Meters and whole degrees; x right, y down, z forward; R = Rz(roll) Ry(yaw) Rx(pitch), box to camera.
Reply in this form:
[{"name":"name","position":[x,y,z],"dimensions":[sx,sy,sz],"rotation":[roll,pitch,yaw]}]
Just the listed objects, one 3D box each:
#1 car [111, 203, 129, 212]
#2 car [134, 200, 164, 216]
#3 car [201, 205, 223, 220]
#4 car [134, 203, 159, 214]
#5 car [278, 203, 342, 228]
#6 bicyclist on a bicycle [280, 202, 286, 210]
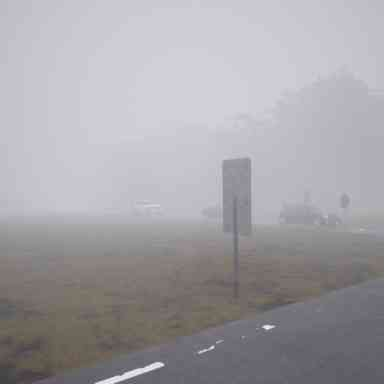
[{"name":"car","position":[-13.291,2.788,60.845],"dimensions":[2.128,1.511,4.902],"rotation":[-1,-1,-35]},{"name":"car","position":[-6.028,2.134,45.668],"dimensions":[2.150,2.045,5.566],"rotation":[-1,-1,-35]},{"name":"car","position":[2.946,2.007,32.945],"dimensions":[1.882,1.535,5.008],"rotation":[-1,-1,-35]},{"name":"car","position":[-7.244,2.504,52.376],"dimensions":[1.882,1.535,5.008],"rotation":[-1,-1,-35]},{"name":"car","position":[8.700,1.653,24.744],"dimensions":[2.097,1.767,4.553],"rotation":[-1,-1,-34]},{"name":"bicyclist on a bicycle","position":[9.482,1.856,34.042],"dimensions":[1.656,1.620,0.582],"rotation":[0,-1,-35]}]
